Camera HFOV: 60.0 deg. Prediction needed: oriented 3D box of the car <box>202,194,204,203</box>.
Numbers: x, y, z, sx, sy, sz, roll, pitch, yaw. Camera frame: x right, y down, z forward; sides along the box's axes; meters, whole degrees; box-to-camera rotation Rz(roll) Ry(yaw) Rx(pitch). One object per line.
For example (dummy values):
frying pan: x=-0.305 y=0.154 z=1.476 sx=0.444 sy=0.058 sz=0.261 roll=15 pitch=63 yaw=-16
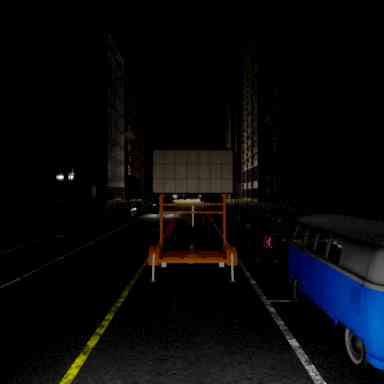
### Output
car: x=2.885 y=1.334 z=44.662 sx=2.192 sy=1.841 sz=5.009 roll=0 pitch=0 yaw=0

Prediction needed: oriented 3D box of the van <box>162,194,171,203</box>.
van: x=-5.563 y=1.383 z=72.721 sx=1.690 sy=1.788 sz=3.998 roll=0 pitch=0 yaw=0

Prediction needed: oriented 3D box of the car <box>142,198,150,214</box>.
car: x=-5.671 y=1.593 z=33.454 sx=1.802 sy=1.307 sz=4.206 roll=0 pitch=0 yaw=0

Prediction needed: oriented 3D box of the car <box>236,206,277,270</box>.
car: x=2.793 y=1.441 z=11.007 sx=1.967 sy=1.590 sz=4.097 roll=0 pitch=0 yaw=0

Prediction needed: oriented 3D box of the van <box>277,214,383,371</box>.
van: x=2.778 y=1.341 z=5.398 sx=1.690 sy=1.788 sz=3.998 roll=0 pitch=0 yaw=0

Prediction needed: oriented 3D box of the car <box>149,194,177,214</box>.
car: x=-3.003 y=1.364 z=35.508 sx=2.097 sy=1.767 sz=4.553 roll=0 pitch=0 yaw=0

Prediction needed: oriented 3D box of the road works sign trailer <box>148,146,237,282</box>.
road works sign trailer: x=0.026 y=0.465 z=9.739 sx=2.380 sy=3.560 sz=2.880 roll=0 pitch=0 yaw=0

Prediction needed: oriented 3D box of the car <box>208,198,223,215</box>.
car: x=2.854 y=1.593 z=33.444 sx=1.802 sy=1.307 sz=4.206 roll=0 pitch=0 yaw=0

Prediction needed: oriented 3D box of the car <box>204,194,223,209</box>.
car: x=2.870 y=1.330 z=39.053 sx=2.192 sy=1.841 sz=5.009 roll=0 pitch=0 yaw=0

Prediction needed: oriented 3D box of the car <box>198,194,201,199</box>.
car: x=2.962 y=1.357 z=72.707 sx=2.192 sy=1.841 sz=5.009 roll=0 pitch=0 yaw=0

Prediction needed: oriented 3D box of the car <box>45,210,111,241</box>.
car: x=-5.717 y=1.568 z=16.626 sx=1.947 sy=1.339 sz=4.313 roll=0 pitch=0 yaw=0

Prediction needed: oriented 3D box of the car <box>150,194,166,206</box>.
car: x=-5.609 y=1.343 z=55.892 sx=2.192 sy=1.841 sz=5.009 roll=0 pitch=0 yaw=0

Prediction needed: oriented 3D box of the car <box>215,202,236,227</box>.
car: x=2.823 y=1.570 z=22.225 sx=1.947 sy=1.339 sz=4.313 roll=0 pitch=0 yaw=0

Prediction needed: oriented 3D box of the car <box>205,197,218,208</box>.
car: x=2.901 y=1.549 z=50.441 sx=1.752 sy=1.417 sz=4.829 roll=0 pitch=0 yaw=0

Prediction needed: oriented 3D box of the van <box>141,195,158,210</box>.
van: x=-5.640 y=1.360 z=44.673 sx=1.690 sy=1.788 sz=3.998 roll=0 pitch=0 yaw=0

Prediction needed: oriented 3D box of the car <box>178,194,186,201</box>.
car: x=-2.755 y=1.313 z=89.718 sx=2.150 sy=2.045 sz=5.566 roll=0 pitch=0 yaw=0

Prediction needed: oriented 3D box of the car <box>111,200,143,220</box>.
car: x=-5.686 y=1.558 z=27.845 sx=2.008 sy=1.369 sz=4.403 roll=0 pitch=0 yaw=0

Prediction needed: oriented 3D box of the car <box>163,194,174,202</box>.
car: x=-5.548 y=1.363 z=78.330 sx=2.192 sy=1.841 sz=5.009 roll=0 pitch=0 yaw=0

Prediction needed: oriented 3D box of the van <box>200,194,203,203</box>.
van: x=2.931 y=1.374 z=61.489 sx=1.690 sy=1.788 sz=3.998 roll=0 pitch=0 yaw=0

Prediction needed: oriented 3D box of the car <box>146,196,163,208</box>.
car: x=-5.625 y=1.463 z=50.282 sx=1.967 sy=1.590 sz=4.097 roll=0 pitch=0 yaw=0

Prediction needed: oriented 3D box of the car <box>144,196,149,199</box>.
car: x=-5.656 y=1.540 z=38.894 sx=1.752 sy=1.417 sz=4.829 roll=0 pitch=0 yaw=0
